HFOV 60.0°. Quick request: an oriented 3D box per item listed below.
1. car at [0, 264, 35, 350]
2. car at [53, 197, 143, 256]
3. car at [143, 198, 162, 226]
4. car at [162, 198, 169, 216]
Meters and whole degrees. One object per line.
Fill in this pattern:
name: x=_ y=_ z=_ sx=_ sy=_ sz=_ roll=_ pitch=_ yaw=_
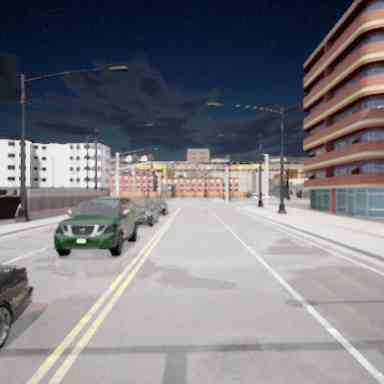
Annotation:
car: x=-3.581 y=1.553 z=3.360 sx=2.033 sy=1.411 sz=5.357 roll=0 pitch=0 yaw=-1
car: x=-3.594 y=1.240 z=13.547 sx=2.150 sy=2.045 sz=5.566 roll=0 pitch=0 yaw=0
car: x=-3.569 y=1.384 z=23.341 sx=2.097 sy=1.767 sz=4.553 roll=0 pitch=0 yaw=1
car: x=-3.554 y=1.397 z=33.551 sx=2.097 sy=1.767 sz=4.553 roll=0 pitch=0 yaw=0
